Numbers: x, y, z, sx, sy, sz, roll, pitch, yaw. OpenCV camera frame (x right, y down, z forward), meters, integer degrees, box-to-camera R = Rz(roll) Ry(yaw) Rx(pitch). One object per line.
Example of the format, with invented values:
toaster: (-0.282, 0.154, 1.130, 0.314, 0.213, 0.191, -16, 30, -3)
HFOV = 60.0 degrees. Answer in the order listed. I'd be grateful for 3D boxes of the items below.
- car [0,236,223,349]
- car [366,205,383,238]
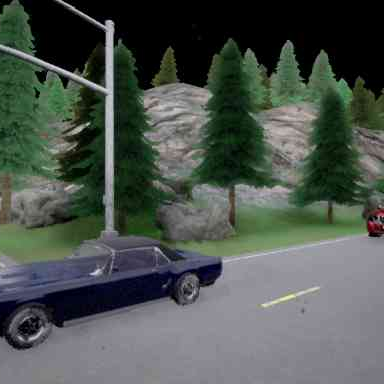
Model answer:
car: (-1.684, 1.603, 6.421, 4.718, 1.301, 1.895, 0, 0, -39)
car: (10.923, 1.231, 16.716, 5.566, 2.045, 2.150, 0, 0, -39)
